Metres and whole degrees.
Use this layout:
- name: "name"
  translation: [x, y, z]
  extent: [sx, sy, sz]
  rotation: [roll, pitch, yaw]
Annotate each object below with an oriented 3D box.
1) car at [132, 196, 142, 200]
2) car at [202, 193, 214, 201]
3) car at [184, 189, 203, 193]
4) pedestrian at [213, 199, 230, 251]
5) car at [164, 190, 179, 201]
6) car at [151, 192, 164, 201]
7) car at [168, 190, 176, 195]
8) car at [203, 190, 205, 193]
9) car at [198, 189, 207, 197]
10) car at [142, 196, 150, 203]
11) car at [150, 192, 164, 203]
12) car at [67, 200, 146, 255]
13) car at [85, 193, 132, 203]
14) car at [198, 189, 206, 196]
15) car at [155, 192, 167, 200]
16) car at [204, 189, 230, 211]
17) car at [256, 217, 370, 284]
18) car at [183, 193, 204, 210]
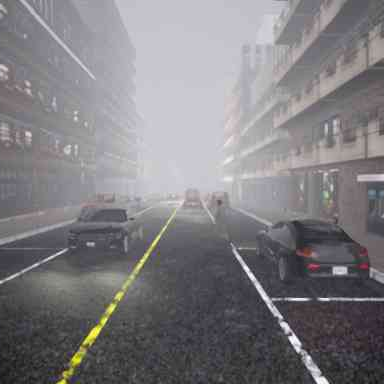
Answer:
- name: "car"
  translation: [-5.707, 1.050, 27.615]
  extent: [1.967, 1.590, 4.097]
  rotation: [-1, 1, 0]
- name: "car"
  translation: [2.671, 0.799, 55.904]
  extent: [1.802, 1.307, 4.206]
  rotation: [-1, 1, 0]
- name: "car"
  translation: [0.037, 0.549, 47.418]
  extent: [2.150, 2.045, 5.566]
  rotation: [0, 0, 0]
- name: "pedestrian"
  translation: [1.034, 1.129, 11.692]
  extent: [0.375, 1.860, 0.375]
  rotation: [-1, 2, -5]
- name: "car"
  translation: [-3.082, 0.804, 54.199]
  extent: [1.994, 1.385, 4.181]
  rotation: [0, 1, 0]
- name: "car"
  translation: [-5.710, 0.744, 55.765]
  extent: [1.752, 1.417, 4.829]
  rotation: [-1, 1, 0]
- name: "car"
  translation: [-5.717, 0.221, 95.412]
  extent: [1.752, 1.417, 4.829]
  rotation: [-1, 1, 0]
- name: "car"
  translation: [2.671, 0.861, 50.240]
  extent: [1.947, 1.339, 4.313]
  rotation: [-1, 1, 0]
- name: "car"
  translation: [2.662, 0.143, 84.217]
  extent: [2.192, 1.841, 5.009]
  rotation: [-1, 1, 0]
- name: "car"
  translation: [-5.706, 1.096, 33.281]
  extent: [1.947, 1.339, 4.313]
  rotation: [-1, 1, 0]
- name: "car"
  translation: [-5.709, 0.823, 50.101]
  extent: [1.752, 1.417, 4.829]
  rotation: [-1, 1, 0]
- name: "car"
  translation: [-3.103, 1.296, 12.699]
  extent: [1.882, 1.535, 5.008]
  rotation: [0, 1, 0]
- name: "car"
  translation: [-5.707, 1.004, 21.951]
  extent: [2.192, 1.841, 5.009]
  rotation: [-1, 1, 0]
- name: "car"
  translation: [2.661, 0.067, 89.880]
  extent: [2.192, 1.841, 5.009]
  rotation: [-1, 1, 0]
- name: "car"
  translation: [-5.711, 0.666, 61.428]
  extent: [1.752, 1.417, 4.829]
  rotation: [-1, 1, 0]
- name: "car"
  translation: [2.671, 0.846, 33.247]
  extent: [2.192, 1.841, 5.009]
  rotation: [-1, 1, 0]
- name: "car"
  translation: [2.998, 1.396, 9.043]
  extent: [1.812, 1.442, 4.674]
  rotation: [0, 1, 0]
- name: "car"
  translation: [0.080, 1.080, 34.320]
  extent: [1.994, 1.385, 4.181]
  rotation: [0, 1, 0]
